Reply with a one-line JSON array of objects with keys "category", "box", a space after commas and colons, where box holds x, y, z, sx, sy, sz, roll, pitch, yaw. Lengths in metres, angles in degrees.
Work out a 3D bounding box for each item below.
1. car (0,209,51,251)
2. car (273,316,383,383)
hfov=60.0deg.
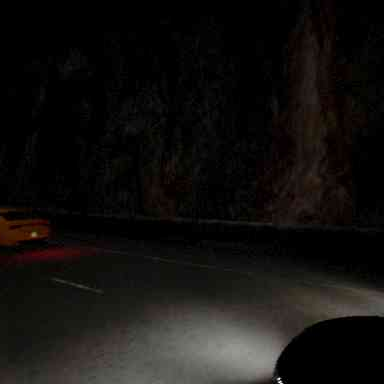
[{"category": "car", "box": [-7.978, 1.447, 13.985, 5.008, 1.535, 1.882, 0, 0, 36]}, {"category": "car", "box": [2.905, 1.504, 1.920, 4.892, 1.490, 1.837, 0, 0, 36]}]
